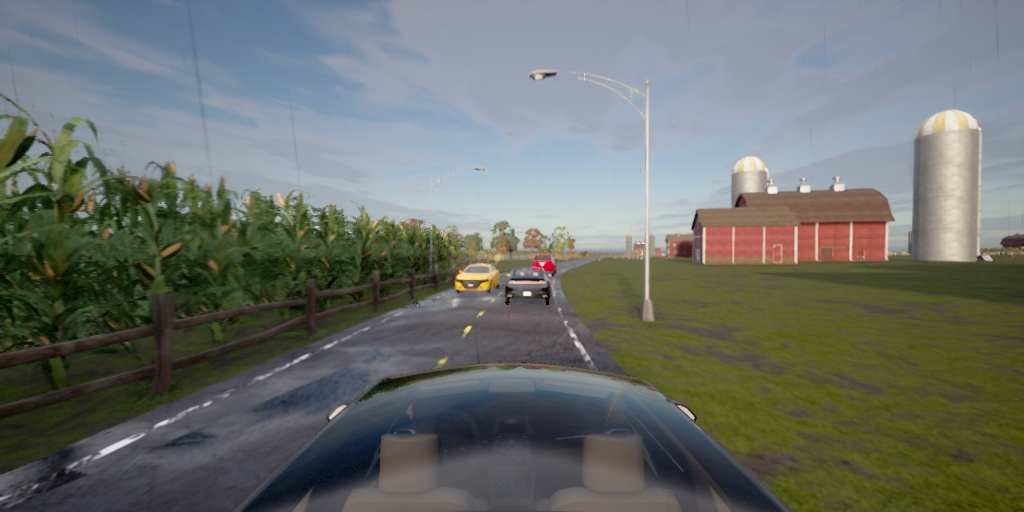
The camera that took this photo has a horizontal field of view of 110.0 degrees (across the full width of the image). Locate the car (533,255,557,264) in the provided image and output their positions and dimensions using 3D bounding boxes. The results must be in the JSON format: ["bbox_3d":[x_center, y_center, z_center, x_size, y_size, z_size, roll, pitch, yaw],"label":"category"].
[{"bbox_3d":[3.272,0.869,35.915,2.150,2.045,5.566,0,0,10],"label":"car"}]

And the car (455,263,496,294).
[{"bbox_3d":[-1.818,1.179,20.302,1.882,1.535,5.008,0,0,6],"label":"car"}]

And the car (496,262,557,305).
[{"bbox_3d":[0.749,1.211,15.953,2.128,1.511,4.902,0,0,4],"label":"car"}]
